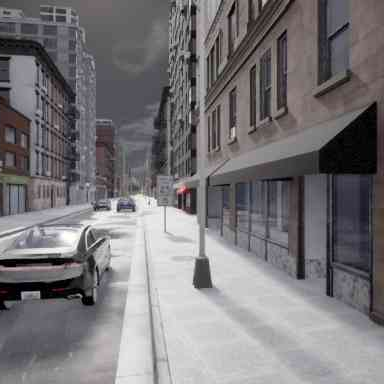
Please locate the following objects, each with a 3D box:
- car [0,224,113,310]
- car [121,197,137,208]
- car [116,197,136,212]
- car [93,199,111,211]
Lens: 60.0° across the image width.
[{"bbox_3d":[-3.030,1.497,7.893,2.128,1.511,4.902,0,0,-9],"label":"car"},{"bbox_3d":[-9.432,1.561,49.845,2.128,1.511,4.902,0,0,-9],"label":"car"},{"bbox_3d":[-7.865,1.402,39.966,2.097,1.767,4.553,0,0,-8],"label":"car"},{"bbox_3d":[-11.324,1.604,42.339,2.033,1.411,5.357,0,0,-9],"label":"car"}]
